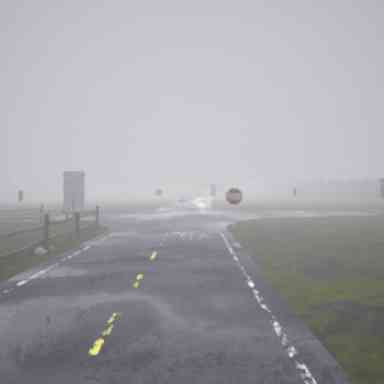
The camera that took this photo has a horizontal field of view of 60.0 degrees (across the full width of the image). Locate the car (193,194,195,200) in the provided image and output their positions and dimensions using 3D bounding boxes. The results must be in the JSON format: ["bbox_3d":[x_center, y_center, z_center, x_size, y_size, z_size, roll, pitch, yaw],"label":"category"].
[{"bbox_3d":[-0.501,0.854,71.493,2.097,1.767,4.553,0,0,4],"label":"car"}]

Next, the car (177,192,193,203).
[{"bbox_3d":[-1.361,1.160,56.224,2.033,1.411,5.357,0,1,3],"label":"car"}]
